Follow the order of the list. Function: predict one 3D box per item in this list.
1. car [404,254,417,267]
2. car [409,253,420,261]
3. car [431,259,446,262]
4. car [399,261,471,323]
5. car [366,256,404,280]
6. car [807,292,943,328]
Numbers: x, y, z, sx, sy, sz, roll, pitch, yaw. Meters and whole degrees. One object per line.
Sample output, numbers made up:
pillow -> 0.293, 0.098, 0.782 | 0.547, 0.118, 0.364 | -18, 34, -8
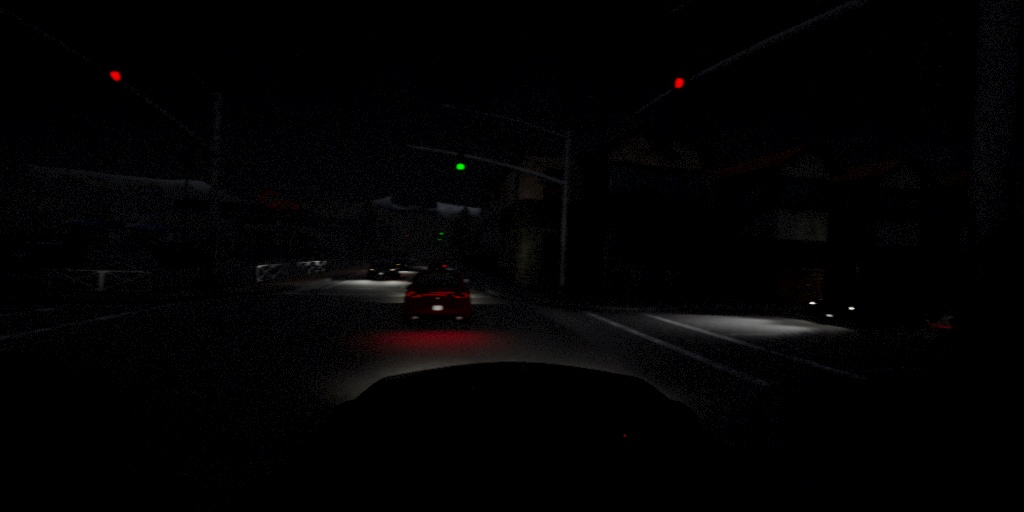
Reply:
car -> -11.535, 0.755, 37.650 | 2.033, 1.411, 5.357 | 3, 0, -12
car -> -14.509, 0.247, 52.534 | 1.812, 1.442, 4.674 | 3, 0, -12
car -> -7.738, 0.977, 37.462 | 1.895, 1.301, 4.718 | 3, 0, -12
car -> -2.454, 1.165, 11.912 | 1.882, 1.535, 5.008 | 3, 1, -12
car -> -9.084, 0.849, 25.735 | 1.812, 1.442, 4.674 | 3, 0, -13
car -> 14.893, 2.165, 14.826 | 4.718, 1.301, 1.895 | 3, 0, -12
